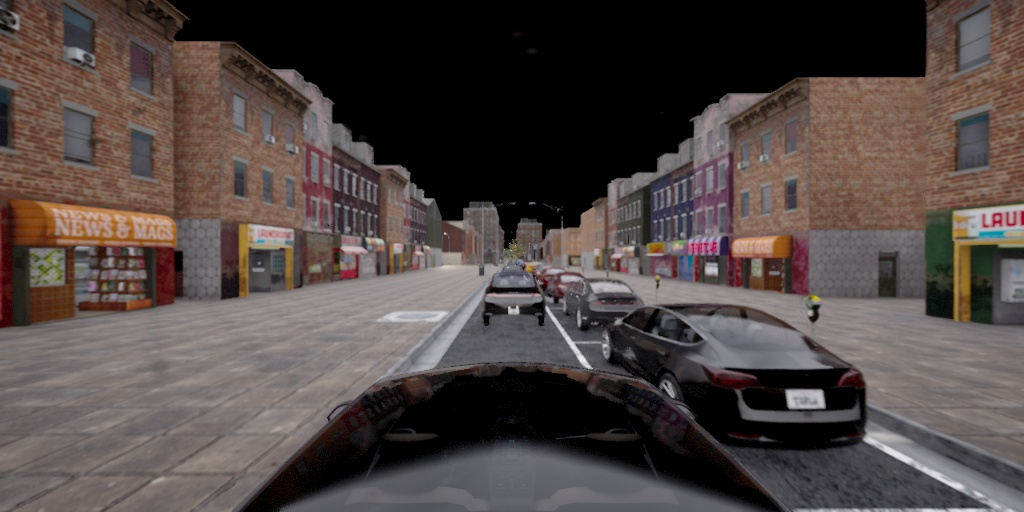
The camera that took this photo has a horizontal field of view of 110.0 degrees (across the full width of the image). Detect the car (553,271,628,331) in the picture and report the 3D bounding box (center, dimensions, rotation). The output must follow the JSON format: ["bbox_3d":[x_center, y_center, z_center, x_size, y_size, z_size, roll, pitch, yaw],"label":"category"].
[{"bbox_3d":[2.612,1.325,10.913,2.007,1.370,4.403,0,0,0],"label":"car"}]

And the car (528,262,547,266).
[{"bbox_3d":[2.560,1.287,27.789,1.967,1.591,4.097,0,0,0],"label":"car"}]

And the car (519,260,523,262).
[{"bbox_3d":[2.475,1.585,55.915,1.888,1.381,4.507,0,0,0],"label":"car"}]

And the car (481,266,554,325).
[{"bbox_3d":[0.049,1.272,11.964,2.128,1.511,4.902,0,0,0],"label":"car"}]

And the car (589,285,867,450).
[{"bbox_3d":[2.629,1.324,5.288,1.948,1.339,4.313,0,0,0],"label":"car"}]

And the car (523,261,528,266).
[{"bbox_3d":[2.632,1.409,41.450,1.882,1.535,5.008,0,0,0],"label":"car"}]

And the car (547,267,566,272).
[{"bbox_3d":[2.595,1.377,16.538,1.802,1.307,4.207,0,0,0],"label":"car"}]

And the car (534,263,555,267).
[{"bbox_3d":[2.578,1.365,22.163,1.888,1.381,4.507,0,0,0],"label":"car"}]

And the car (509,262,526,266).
[{"bbox_3d":[0.005,1.470,31.609,1.895,1.301,4.718,0,0,0],"label":"car"}]
